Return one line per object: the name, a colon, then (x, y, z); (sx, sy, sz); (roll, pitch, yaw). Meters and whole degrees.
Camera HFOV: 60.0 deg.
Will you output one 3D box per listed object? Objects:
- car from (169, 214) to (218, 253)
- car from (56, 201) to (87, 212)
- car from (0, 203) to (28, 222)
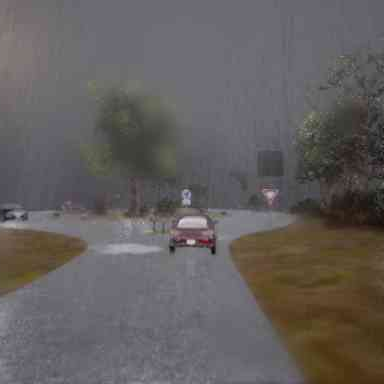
car: (0.145, 1.661, 14.374); (1.812, 1.442, 4.674); (0, 0, 4)
car: (-17.029, 2.007, 47.054); (1.994, 1.385, 4.181); (0, -1, 36)
car: (-16.101, 1.771, 29.497); (2.128, 1.511, 4.902); (0, -1, -42)
